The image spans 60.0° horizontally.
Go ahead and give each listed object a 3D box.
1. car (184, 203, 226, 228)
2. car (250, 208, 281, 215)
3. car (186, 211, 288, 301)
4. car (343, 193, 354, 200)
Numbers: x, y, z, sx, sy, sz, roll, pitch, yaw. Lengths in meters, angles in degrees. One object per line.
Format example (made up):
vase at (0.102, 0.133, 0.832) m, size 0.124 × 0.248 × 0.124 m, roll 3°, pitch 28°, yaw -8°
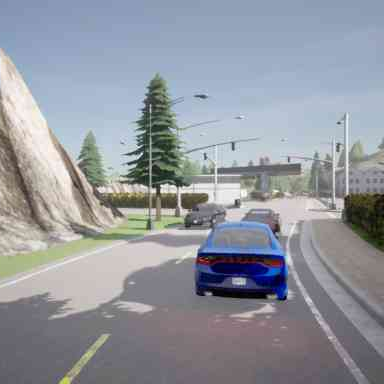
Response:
car at (0.980, 1.507, 21.445) m, size 1.837 × 1.490 × 4.892 m, roll 0°, pitch -1°, yaw 19°
car at (3.699, 1.564, 17.702) m, size 1.994 × 1.385 × 4.181 m, roll 0°, pitch 0°, yaw 17°
car at (1.293, 1.478, 8.513) m, size 1.882 × 1.535 × 5.008 m, roll 0°, pitch 0°, yaw 10°
car at (40.213, 1.077, 83.015) m, size 3.866 × 1.878 × 1.905 m, roll 0°, pitch 0°, yaw 19°
